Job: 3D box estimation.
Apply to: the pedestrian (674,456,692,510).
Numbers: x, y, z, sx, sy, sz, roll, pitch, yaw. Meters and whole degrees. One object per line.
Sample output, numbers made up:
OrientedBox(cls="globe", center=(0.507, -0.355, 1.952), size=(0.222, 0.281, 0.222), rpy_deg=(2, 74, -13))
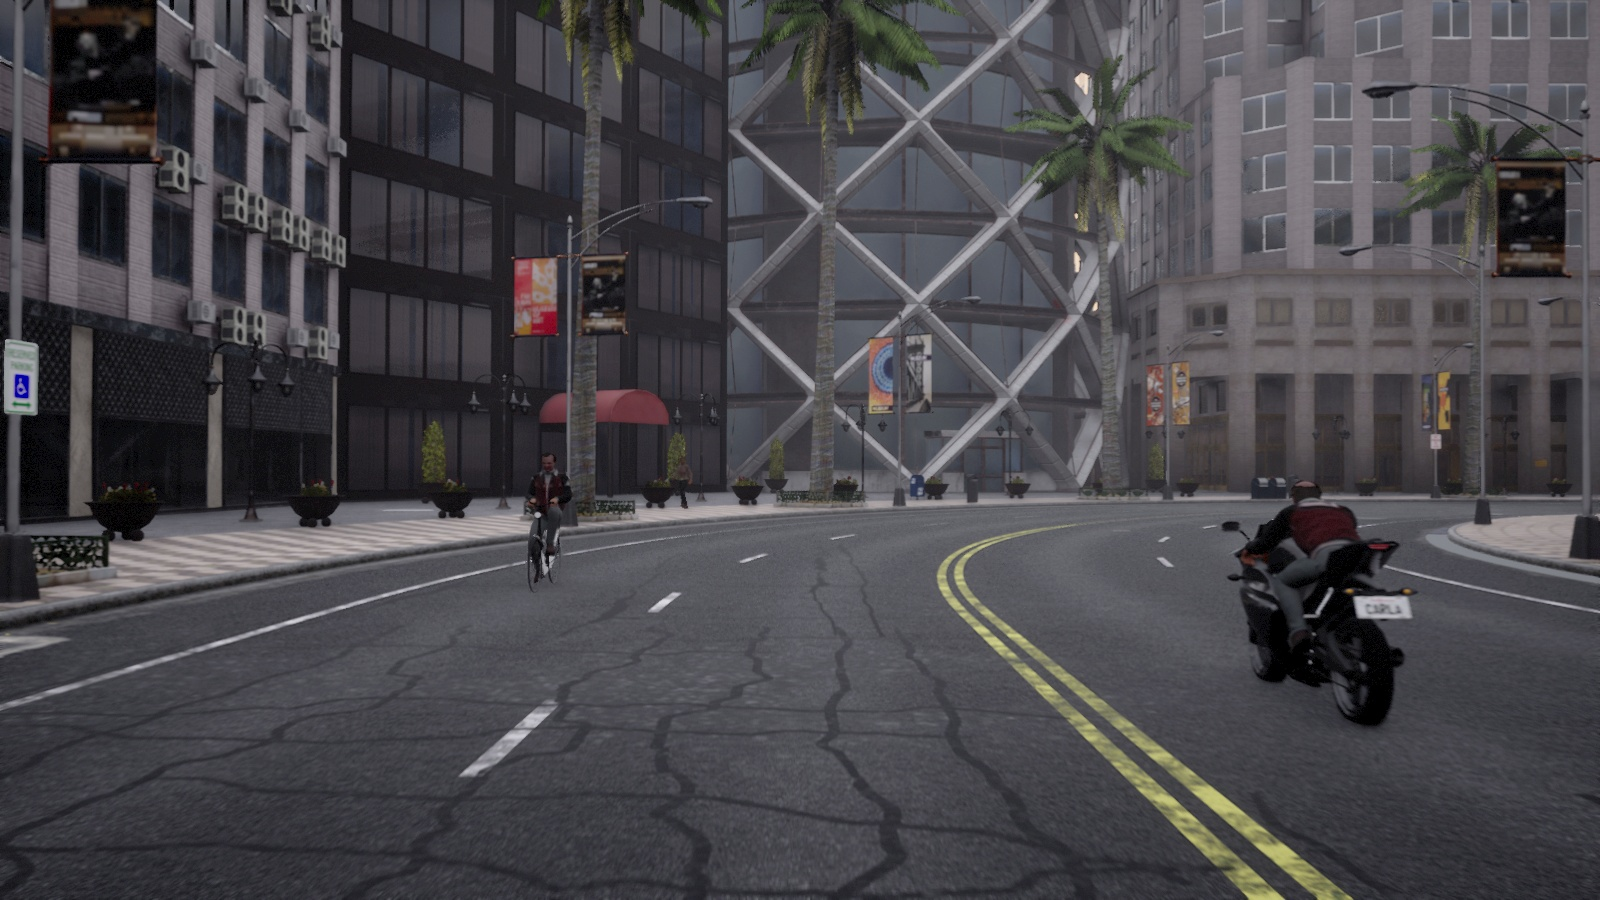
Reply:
OrientedBox(cls="pedestrian", center=(-4.026, 1.135, 43.107), size=(0.331, 1.846, 0.634), rpy_deg=(-1, -1, 25))

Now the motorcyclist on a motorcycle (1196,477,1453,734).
OrientedBox(cls="motorcyclist on a motorcycle", center=(3.515, 0.963, 8.685), size=(0.866, 1.530, 2.191), rpy_deg=(0, -1, 0))

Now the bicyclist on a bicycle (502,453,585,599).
OrientedBox(cls="bicyclist on a bicycle", center=(-3.284, 0.941, 16.206), size=(0.659, 1.776, 1.843), rpy_deg=(0, -1, 1))

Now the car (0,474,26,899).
OrientedBox(cls="car", center=(-3.464, 0.803, 1.436), size=(2.128, 1.511, 4.902), rpy_deg=(0, -1, 0))
